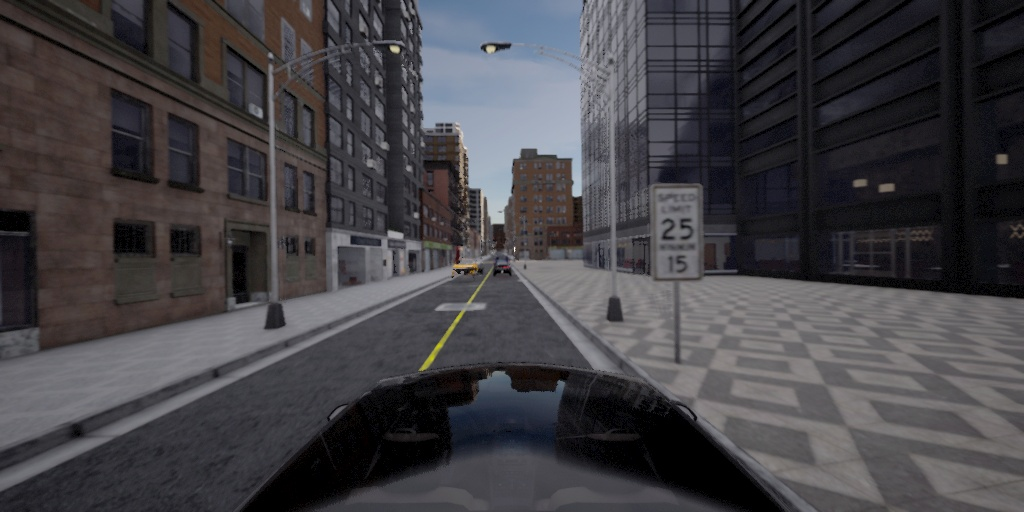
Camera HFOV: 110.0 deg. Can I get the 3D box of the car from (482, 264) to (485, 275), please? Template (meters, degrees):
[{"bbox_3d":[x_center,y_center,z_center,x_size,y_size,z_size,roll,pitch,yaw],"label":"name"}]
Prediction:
[{"bbox_3d":[-4.098,1.371,40.326,1.895,1.301,4.718,-1,0,-2],"label":"car"}]

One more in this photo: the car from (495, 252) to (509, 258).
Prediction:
[{"bbox_3d":[-1.338,0.907,48.830,2.150,2.045,5.566,-1,1,-1],"label":"car"}]

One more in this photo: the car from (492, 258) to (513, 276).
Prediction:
[{"bbox_3d":[-0.949,1.239,36.733,1.837,1.490,4.892,-1,0,0],"label":"car"}]

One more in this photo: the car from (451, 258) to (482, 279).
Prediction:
[{"bbox_3d":[-3.770,0.918,29.162,1.882,1.535,5.008,-1,0,-2],"label":"car"}]
